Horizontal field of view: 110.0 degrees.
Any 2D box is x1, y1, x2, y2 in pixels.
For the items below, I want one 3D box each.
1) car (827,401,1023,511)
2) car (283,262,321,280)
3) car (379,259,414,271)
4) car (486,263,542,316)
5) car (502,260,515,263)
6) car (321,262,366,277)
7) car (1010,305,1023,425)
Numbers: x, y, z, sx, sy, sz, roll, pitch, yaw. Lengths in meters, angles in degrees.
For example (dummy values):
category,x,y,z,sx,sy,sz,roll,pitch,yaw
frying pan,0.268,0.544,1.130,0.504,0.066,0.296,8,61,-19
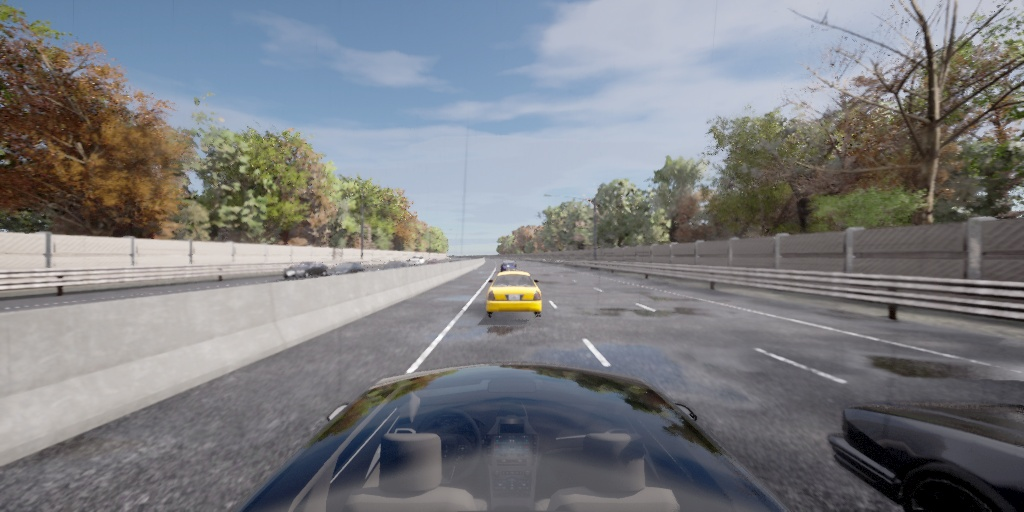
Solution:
category,x,y,z,sx,sy,sz,roll,pitch,yaw
car,3.597,1.296,0.516,2.033,1.411,5.357,0,0,0
car,-17.868,1.252,31.273,2.128,1.511,4.902,0,0,-1
car,-10.905,1.266,33.478,1.837,1.490,4.892,0,0,-1
car,0.047,1.211,13.237,1.801,1.575,5.366,0,0,0
car,-0.446,1.269,44.481,2.163,1.488,4.792,0,0,-1
car,-14.369,1.286,31.362,1.812,1.442,4.674,0,0,-1
car,7.093,1.296,1.695,2.033,1.411,5.357,0,0,0
